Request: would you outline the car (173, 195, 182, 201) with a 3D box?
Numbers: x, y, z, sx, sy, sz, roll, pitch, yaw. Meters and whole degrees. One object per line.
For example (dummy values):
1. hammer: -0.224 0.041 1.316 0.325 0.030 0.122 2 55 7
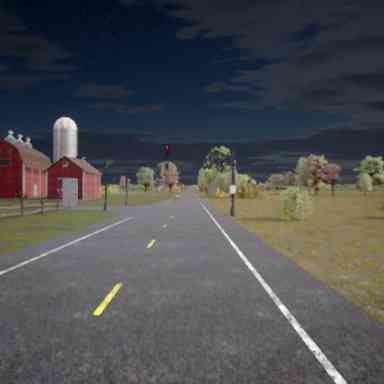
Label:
1. car: -3.505 1.338 79.876 1.812 1.442 4.674 0 0 0
